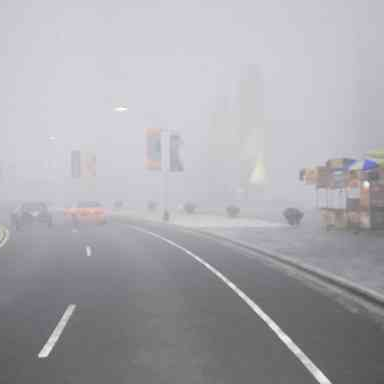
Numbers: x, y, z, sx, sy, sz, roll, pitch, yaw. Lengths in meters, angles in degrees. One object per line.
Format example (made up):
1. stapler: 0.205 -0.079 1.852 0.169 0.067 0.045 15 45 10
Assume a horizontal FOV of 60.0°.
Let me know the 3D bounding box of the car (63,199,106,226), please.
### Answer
1. car: -7.726 1.357 23.619 2.097 1.767 4.553 -1 0 -32

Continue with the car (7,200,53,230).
1. car: -10.513 1.382 21.655 2.097 1.767 4.553 -1 0 -33

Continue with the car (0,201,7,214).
1. car: -19.837 1.632 35.860 4.181 1.385 1.994 0 0 35
